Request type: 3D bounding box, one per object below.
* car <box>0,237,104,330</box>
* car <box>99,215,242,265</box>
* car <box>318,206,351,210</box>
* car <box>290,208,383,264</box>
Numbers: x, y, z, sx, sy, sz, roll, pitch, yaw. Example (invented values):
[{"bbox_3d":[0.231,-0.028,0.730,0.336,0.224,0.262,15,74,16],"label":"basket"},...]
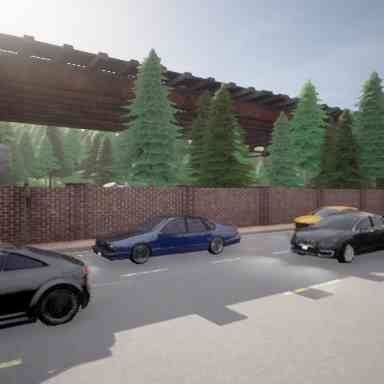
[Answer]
[{"bbox_3d":[-3.889,1.564,5.551,4.181,1.385,1.994,0,0,-34],"label":"car"},{"bbox_3d":[-0.697,1.553,11.932,5.357,1.411,2.033,0,0,-34],"label":"car"},{"bbox_3d":[7.427,1.494,17.393,5.008,1.535,1.882,0,0,-34],"label":"car"},{"bbox_3d":[5.608,1.516,11.954,4.892,1.490,1.837,0,0,-34],"label":"car"}]
